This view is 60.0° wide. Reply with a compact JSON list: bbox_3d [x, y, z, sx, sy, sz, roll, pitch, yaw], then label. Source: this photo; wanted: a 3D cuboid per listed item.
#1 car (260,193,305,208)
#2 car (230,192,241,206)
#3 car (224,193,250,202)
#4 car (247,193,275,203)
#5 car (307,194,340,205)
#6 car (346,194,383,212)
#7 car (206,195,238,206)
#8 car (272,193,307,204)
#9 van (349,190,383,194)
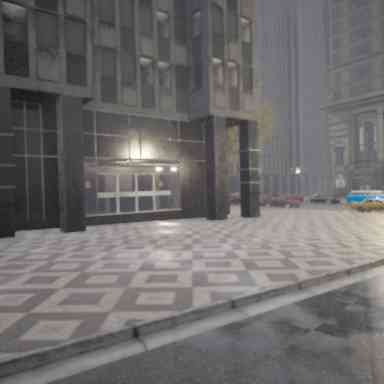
[{"bbox_3d":[10.343,1.144,38.202,1.887,1.381,4.507,-2,1,-36],"label":"car"},{"bbox_3d":[7.242,0.901,42.486,2.192,1.841,5.009,-2,1,-36],"label":"car"},{"bbox_3d":[7.608,0.854,56.543,2.008,1.369,4.403,-2,1,-36],"label":"car"},{"bbox_3d":[10.778,0.898,52.156,1.802,1.307,4.206,-2,1,-36],"label":"car"},{"bbox_3d":[17.117,0.909,43.378,1.947,1.339,4.313,-2,1,-36],"label":"car"},{"bbox_3d":[16.632,1.154,29.483,1.752,1.417,4.829,-2,1,-36],"label":"car"},{"bbox_3d":[4.150,1.123,46.778,2.008,1.369,4.403,-2,1,-36],"label":"car"},{"bbox_3d":[13.947,0.874,47.766,1.887,1.381,4.507,-2,1,-36],"label":"car"},{"bbox_3d":[20.282,0.698,38.986,1.690,1.788,3.998,-2,1,-36],"label":"van"}]
